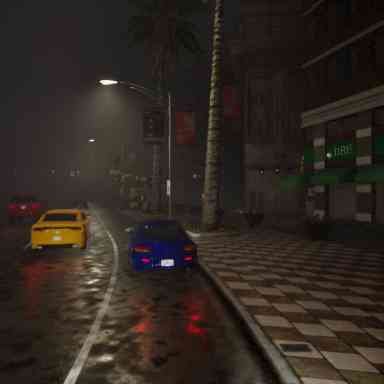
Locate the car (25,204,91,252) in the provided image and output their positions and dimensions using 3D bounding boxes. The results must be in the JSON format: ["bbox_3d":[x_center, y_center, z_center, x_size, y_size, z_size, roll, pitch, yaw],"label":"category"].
[{"bbox_3d":[-5.359,1.473,14.003,1.882,1.535,5.008,0,0,-15],"label":"car"}]

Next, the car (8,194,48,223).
[{"bbox_3d":[-12.489,1.204,25.608,2.150,2.045,5.566,0,-1,-17],"label":"car"}]

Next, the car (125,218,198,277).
[{"bbox_3d":[-1.034,1.525,10.202,1.812,1.442,4.674,0,0,-11],"label":"car"}]

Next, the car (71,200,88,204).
[{"bbox_3d":[-9.300,1.593,27.157,1.895,1.301,4.718,0,0,-18],"label":"car"}]

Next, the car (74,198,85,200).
[{"bbox_3d":[-14.364,1.494,42.484,1.837,1.490,4.892,0,0,-18],"label":"car"}]
